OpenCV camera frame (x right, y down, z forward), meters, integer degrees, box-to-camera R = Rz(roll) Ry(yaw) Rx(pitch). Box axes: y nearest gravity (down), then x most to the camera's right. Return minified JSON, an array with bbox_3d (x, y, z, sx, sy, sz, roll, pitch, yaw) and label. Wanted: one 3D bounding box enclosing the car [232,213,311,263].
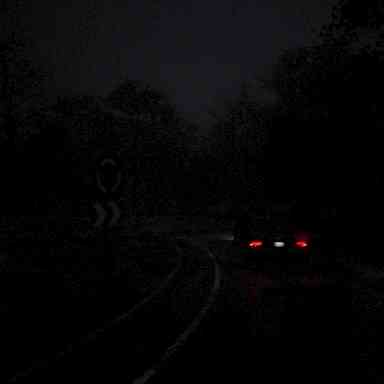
[{"bbox_3d":[2.480,1.425,11.447,2.033,1.411,5.357,0,1,3],"label":"car"}]
